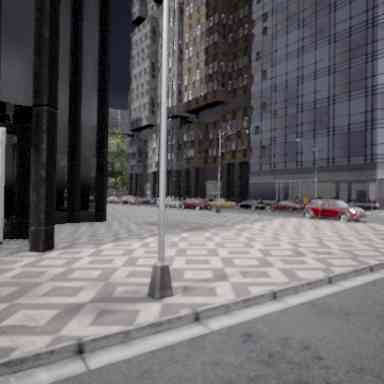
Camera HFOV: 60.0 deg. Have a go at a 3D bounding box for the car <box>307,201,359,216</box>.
[{"bbox_3d":[13.767,1.562,32.687,1.947,1.339,4.313,1,-1,-35],"label":"car"}]

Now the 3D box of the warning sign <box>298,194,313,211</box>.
[{"bbox_3d":[12.936,1.163,37.838,1.300,1.860,1.060,2,-1,-35],"label":"warning sign"}]

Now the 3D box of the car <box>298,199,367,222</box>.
[{"bbox_3d":[9.996,1.255,23.299,1.967,1.590,4.097,1,-1,-37],"label":"car"}]

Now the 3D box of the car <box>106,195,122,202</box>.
[{"bbox_3d":[-18.192,1.539,77.496,1.752,1.417,4.829,1,-1,-35],"label":"car"}]

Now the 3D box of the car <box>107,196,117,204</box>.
[{"bbox_3d":[-12.294,1.417,54.546,1.802,1.307,4.206,1,-1,-35],"label":"car"}]

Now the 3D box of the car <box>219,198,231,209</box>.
[{"bbox_3d":[4.110,1.532,46.226,1.752,1.417,4.829,1,-1,-35],"label":"car"}]

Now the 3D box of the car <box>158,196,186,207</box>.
[{"bbox_3d":[-3.124,1.446,51.683,2.128,1.511,4.902,1,-1,-35],"label":"car"}]

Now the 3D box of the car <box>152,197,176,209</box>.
[{"bbox_3d":[-2.635,1.353,41.005,1.752,1.417,4.829,1,-1,-35],"label":"car"}]

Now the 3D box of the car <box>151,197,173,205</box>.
[{"bbox_3d":[-5.350,1.565,59.489,2.008,1.369,4.403,1,-1,-35],"label":"car"}]

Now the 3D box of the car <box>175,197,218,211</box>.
[{"bbox_3d":[0.453,1.369,36.675,1.887,1.381,4.507,1,-1,-35],"label":"car"}]

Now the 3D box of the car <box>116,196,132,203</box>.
[{"bbox_3d":[-14.908,1.579,72.890,1.947,1.339,4.313,1,-1,-35],"label":"car"}]

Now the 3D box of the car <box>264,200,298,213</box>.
[{"bbox_3d":[10.580,1.582,37.153,1.802,1.307,4.206,1,-1,-35],"label":"car"}]

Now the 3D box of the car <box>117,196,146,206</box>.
[{"bbox_3d":[-9.105,1.274,50.080,1.967,1.590,4.097,1,-1,-35],"label":"car"}]

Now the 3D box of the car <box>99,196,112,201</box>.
[{"bbox_3d":[-21.281,1.595,81.823,1.802,1.307,4.206,1,-1,-35],"label":"car"}]

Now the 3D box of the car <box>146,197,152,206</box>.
[{"bbox_3d":[-6.127,1.438,50.585,2.033,1.411,5.357,1,-1,-35],"label":"car"}]

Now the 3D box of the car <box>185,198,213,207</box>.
[{"bbox_3d":[1.023,1.561,50.554,2.008,1.369,4.403,1,-1,-35],"label":"car"}]

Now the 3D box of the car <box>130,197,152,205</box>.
[{"bbox_3d":[-9.237,1.557,60.181,1.895,1.301,4.718,1,-1,-35],"label":"car"}]

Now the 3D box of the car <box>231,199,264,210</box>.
[{"bbox_3d":[7.395,1.569,41.620,1.947,1.339,4.313,1,-1,-35],"label":"car"}]

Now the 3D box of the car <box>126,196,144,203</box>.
[{"bbox_3d":[-11.722,1.580,68.423,1.947,1.339,4.313,1,-1,-35],"label":"car"}]
